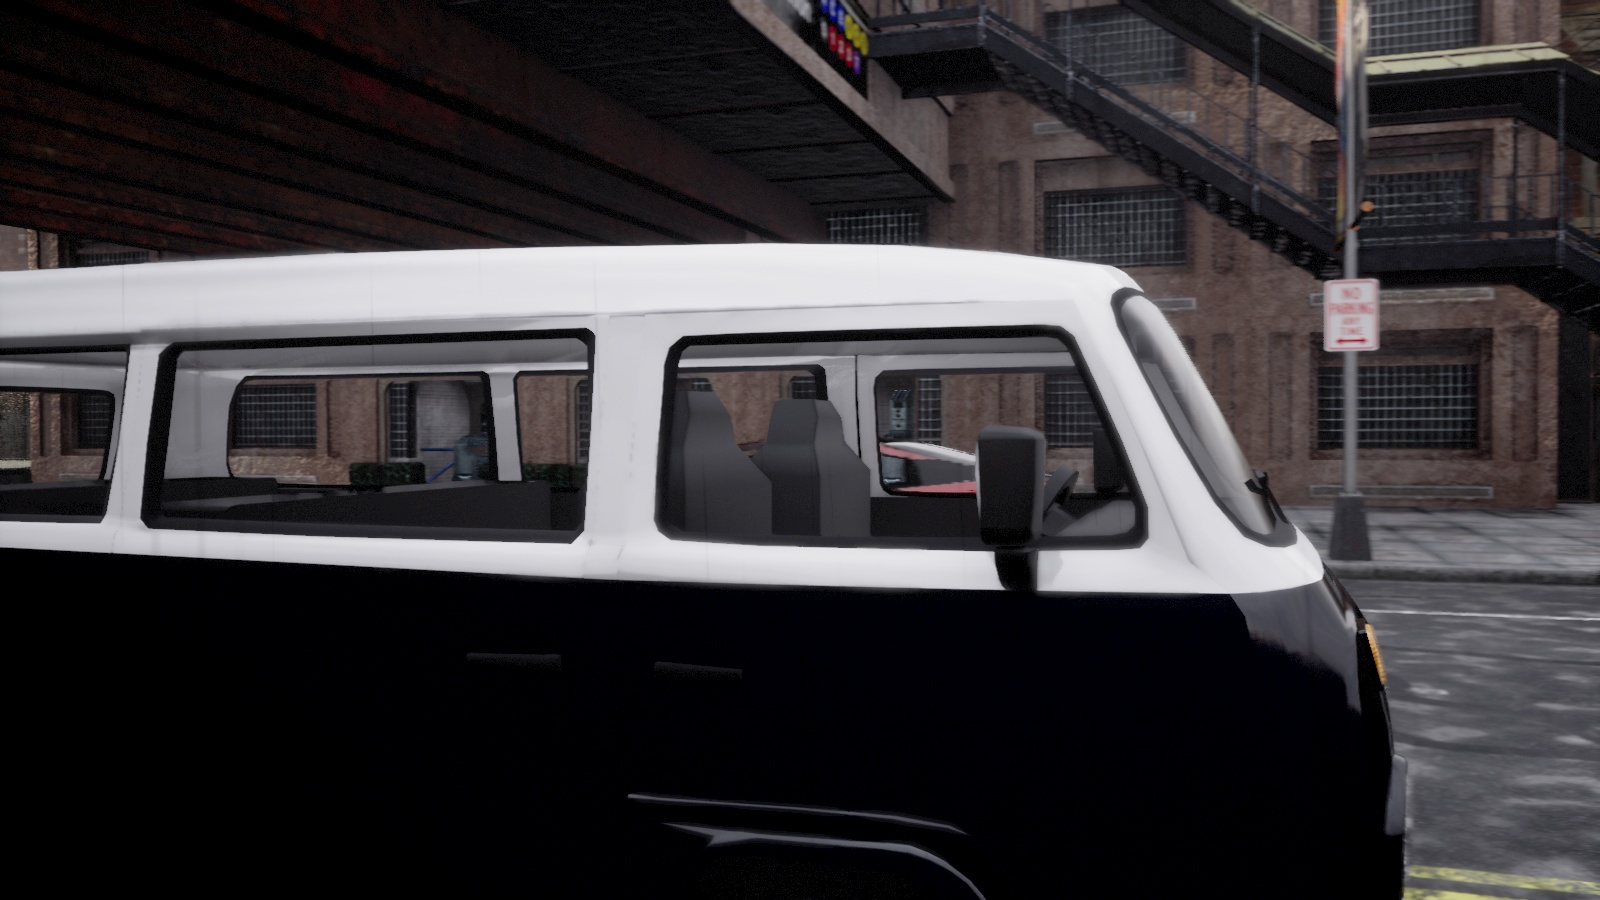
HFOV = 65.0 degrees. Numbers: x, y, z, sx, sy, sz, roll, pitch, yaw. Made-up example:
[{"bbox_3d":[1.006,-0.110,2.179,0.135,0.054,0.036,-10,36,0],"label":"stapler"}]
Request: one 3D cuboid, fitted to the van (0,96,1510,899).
[{"bbox_3d":[-0.807,0.493,3.461,4.480,2.038,2.069,1,1,19],"label":"van"}]
